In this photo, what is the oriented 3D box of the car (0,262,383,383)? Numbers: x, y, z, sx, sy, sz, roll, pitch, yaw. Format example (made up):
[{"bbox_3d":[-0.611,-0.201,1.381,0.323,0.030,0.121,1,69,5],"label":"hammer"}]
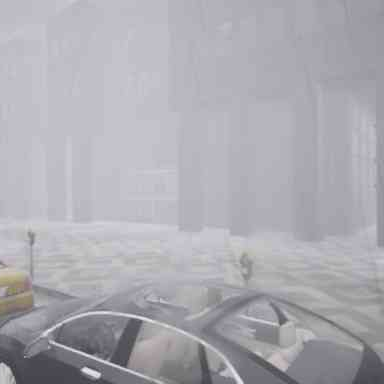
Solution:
[{"bbox_3d":[-0.290,1.564,3.170,4.403,1.369,2.008,0,0,36],"label":"car"}]

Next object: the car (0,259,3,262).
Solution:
[{"bbox_3d":[-5.007,1.580,6.537,4.829,1.417,1.752,0,0,36],"label":"car"}]
